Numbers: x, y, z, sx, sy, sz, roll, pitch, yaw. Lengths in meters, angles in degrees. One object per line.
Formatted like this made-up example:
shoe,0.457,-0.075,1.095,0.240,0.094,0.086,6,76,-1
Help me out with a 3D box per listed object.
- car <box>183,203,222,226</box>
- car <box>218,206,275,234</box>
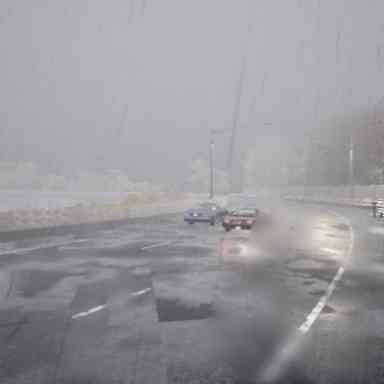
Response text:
car,1.280,1.469,22.734,2.033,1.411,5.357,1,0,25
car,3.373,1.553,19.030,1.895,1.301,4.718,1,0,26
